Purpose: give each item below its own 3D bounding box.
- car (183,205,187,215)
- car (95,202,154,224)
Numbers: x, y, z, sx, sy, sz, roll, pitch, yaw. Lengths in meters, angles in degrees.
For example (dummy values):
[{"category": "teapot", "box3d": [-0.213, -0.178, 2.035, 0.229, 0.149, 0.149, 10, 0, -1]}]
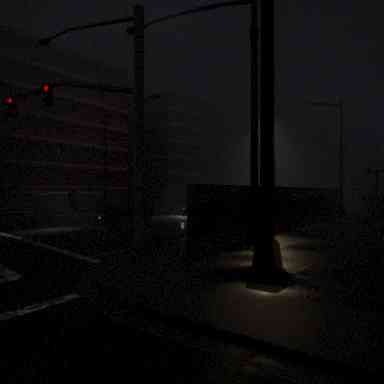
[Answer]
[{"category": "car", "box3d": [1.001, 1.504, 33.224, 1.837, 1.490, 4.892, 0, 0, 35]}, {"category": "car", "box3d": [-4.927, 1.491, 24.787, 2.128, 1.511, 4.902, 0, 0, 35]}]
